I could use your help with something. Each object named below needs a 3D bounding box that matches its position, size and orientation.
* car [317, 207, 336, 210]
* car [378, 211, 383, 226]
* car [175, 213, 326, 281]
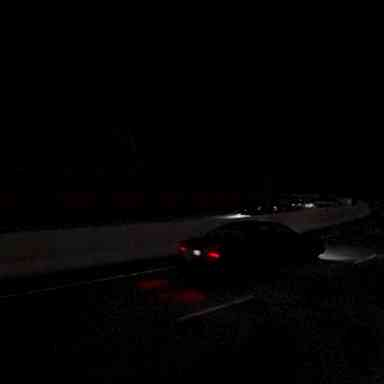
[{"bbox_3d":[14.817,1.382,36.142,2.150,2.045,5.566,0,0,32],"label":"car"},{"bbox_3d":[14.566,1.647,23.498,1.994,1.385,4.181,0,0,39],"label":"car"},{"bbox_3d":[2.009,1.604,10.157,5.357,1.411,2.033,0,0,-41],"label":"car"}]
